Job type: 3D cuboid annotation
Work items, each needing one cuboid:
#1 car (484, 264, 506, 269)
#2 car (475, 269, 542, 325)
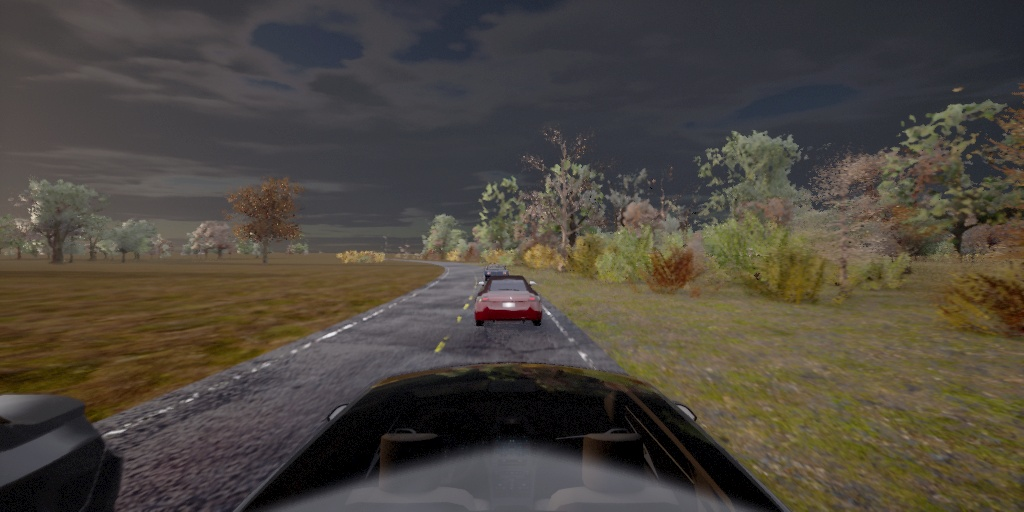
[{"bbox_3d":[-1.389,1.351,29.779,1.895,1.301,4.718,0,0,-6],"label":"car"},{"bbox_3d":[-0.164,1.313,11.849,1.994,1.385,4.181,0,0,-2],"label":"car"}]
